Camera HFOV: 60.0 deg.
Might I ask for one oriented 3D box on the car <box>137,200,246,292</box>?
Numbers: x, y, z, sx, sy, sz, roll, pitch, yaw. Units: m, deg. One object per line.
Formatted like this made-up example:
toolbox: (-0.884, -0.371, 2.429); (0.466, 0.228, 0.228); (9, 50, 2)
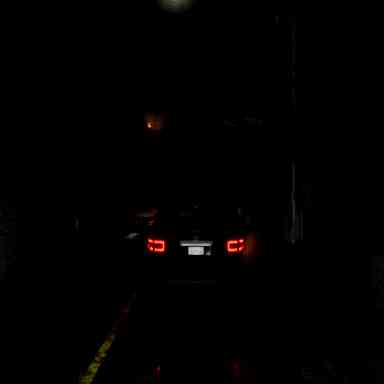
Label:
car: (0.079, 1.222, 9.066); (2.150, 2.045, 5.566); (0, 0, 0)

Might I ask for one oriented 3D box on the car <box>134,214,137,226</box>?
car: (-1.704, 1.479, 21.715); (1.882, 1.535, 5.008); (-2, -1, 31)
